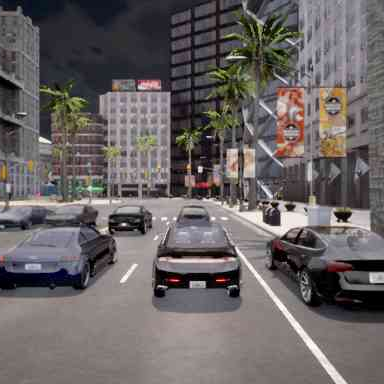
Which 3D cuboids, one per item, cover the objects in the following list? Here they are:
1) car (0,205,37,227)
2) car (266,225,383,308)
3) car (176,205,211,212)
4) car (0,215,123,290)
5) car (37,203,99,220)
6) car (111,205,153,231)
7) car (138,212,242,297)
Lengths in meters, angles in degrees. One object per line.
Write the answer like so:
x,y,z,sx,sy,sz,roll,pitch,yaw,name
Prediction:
-10.512,1.547,21.112,2.033,1.411,5.357,0,0,0,car
3.192,1.513,8.023,2.161,1.482,4.786,0,0,-1,car
0.101,1.505,18.799,1.837,1.490,4.892,0,0,0,car
-3.397,1.564,9.101,1.994,1.385,4.181,0,0,0,car
-7.027,1.477,19.894,1.882,1.535,5.008,0,0,1,car
-3.400,1.477,19.070,1.882,1.535,5.008,0,0,0,car
0.101,1.491,8.544,2.128,1.511,4.902,0,0,0,car
